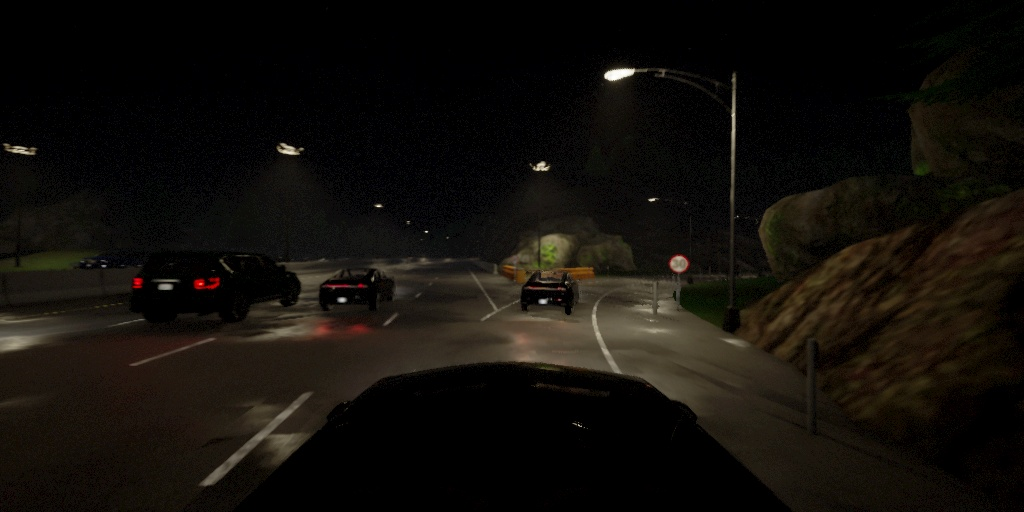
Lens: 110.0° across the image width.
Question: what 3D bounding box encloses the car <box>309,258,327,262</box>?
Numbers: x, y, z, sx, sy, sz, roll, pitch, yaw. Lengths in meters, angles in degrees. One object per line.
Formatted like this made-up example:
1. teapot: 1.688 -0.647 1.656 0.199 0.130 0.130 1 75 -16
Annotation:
1. car: -29.207 1.094 53.441 1.895 1.301 4.718 1 0 -8

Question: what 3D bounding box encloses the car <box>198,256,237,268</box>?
1. car: -39.020 0.812 47.668 1.812 1.442 4.674 1 0 -7

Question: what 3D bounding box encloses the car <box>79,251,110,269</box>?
1. car: -37.071 0.472 33.846 2.150 2.045 5.566 1 -1 -8

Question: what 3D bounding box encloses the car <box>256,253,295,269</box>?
1. car: -32.119 0.639 48.957 2.150 2.045 5.566 1 0 -8

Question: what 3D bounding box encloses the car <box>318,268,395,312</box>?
1. car: -5.814 1.201 13.959 2.128 1.511 4.902 1 0 -8

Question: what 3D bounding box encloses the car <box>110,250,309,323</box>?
1. car: -9.006 0.862 11.590 2.150 2.045 5.566 1 0 -8

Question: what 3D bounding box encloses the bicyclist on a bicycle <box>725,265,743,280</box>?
1. bicyclist on a bicycle: 23.362 1.745 38.115 0.582 1.620 1.656 0 -3 -24

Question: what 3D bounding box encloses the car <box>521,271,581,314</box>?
1. car: 1.671 1.339 14.446 2.128 1.511 4.902 1 0 15

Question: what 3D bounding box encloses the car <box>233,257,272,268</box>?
1. car: -35.729 0.902 49.514 2.033 1.411 5.357 1 0 -8
